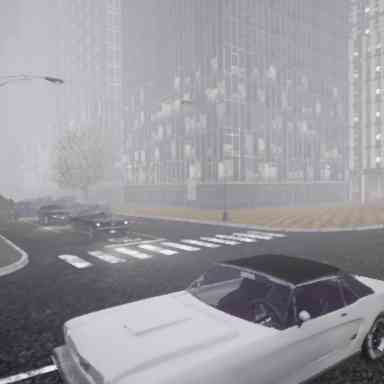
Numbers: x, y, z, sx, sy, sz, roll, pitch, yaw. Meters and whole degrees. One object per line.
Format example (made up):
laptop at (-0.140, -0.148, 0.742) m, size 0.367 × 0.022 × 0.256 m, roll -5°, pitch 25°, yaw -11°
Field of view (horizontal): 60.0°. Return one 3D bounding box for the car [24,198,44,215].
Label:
car at (-17.370, 1.717, 34.887) m, size 1.882 × 1.535 × 5.008 m, roll -1°, pitch 1°, yaw -36°

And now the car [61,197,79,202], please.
car at (-13.531, 1.686, 39.351) m, size 2.008 × 1.369 × 4.403 m, roll -3°, pitch 1°, yaw -36°

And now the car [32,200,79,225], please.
car at (-10.692, 1.644, 25.804) m, size 1.837 × 1.490 × 4.892 m, roll -1°, pitch 0°, yaw -36°

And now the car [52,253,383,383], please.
car at (0.822, 1.601, 4.283) m, size 4.718 × 1.301 × 1.895 m, roll -1°, pitch 0°, yaw -35°

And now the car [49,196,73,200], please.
car at (-16.651, 1.497, 43.576) m, size 2.192 × 1.841 × 5.009 m, roll -3°, pitch 1°, yaw -36°

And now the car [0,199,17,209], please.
car at (-26.249, 1.685, 47.098) m, size 1.895 × 1.301 × 4.718 m, roll -1°, pitch 0°, yaw -36°

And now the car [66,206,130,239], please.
car at (-5.144, 1.657, 18.202) m, size 1.895 × 1.301 × 4.718 m, roll -1°, pitch 0°, yaw -35°

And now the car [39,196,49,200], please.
car at (-23.359, 1.598, 52.687) m, size 2.192 × 1.841 × 5.009 m, roll -3°, pitch 1°, yaw -36°

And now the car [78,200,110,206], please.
car at (-9.799, 1.628, 34.568) m, size 2.008 × 1.369 × 4.403 m, roll -3°, pitch 1°, yaw -36°

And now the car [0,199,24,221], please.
car at (-16.769, 1.567, 29.428) m, size 2.192 × 1.841 × 5.009 m, roll -2°, pitch 1°, yaw -36°

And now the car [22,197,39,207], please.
car at (-30.062, 1.824, 61.800) m, size 1.967 × 1.590 × 4.097 m, roll -3°, pitch 1°, yaw -36°
